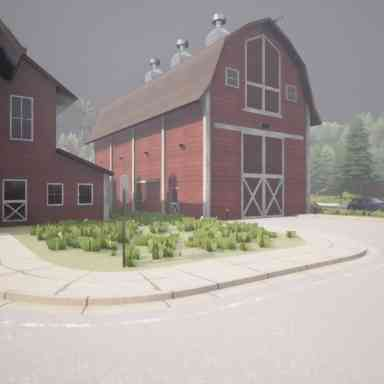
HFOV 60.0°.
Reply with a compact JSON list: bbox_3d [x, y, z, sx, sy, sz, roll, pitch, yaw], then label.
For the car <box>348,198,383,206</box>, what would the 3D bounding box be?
[{"bbox_3d":[19.009,1.397,35.344,2.097,1.767,4.553,0,0,-34],"label":"car"}]
